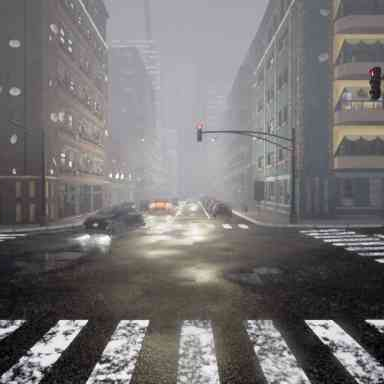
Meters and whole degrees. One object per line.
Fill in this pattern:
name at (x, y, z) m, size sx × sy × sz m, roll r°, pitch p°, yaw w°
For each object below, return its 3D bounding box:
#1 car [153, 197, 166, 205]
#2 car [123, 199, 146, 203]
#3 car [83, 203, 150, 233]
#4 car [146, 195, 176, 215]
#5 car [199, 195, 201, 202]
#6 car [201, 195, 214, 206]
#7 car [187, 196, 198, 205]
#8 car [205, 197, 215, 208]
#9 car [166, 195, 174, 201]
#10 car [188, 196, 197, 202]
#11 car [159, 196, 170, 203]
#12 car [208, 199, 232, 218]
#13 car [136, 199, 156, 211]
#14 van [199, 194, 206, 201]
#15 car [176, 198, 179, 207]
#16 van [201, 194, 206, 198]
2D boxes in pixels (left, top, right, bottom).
car at (-5.664, 1.560, 57.984) m, size 1.887 × 1.381 × 4.507 m, roll 0°, pitch 0°, yaw 0°
car at (-5.679, 1.568, 30.366) m, size 1.947 × 1.339 × 4.313 m, roll 0°, pitch 0°, yaw 0°
car at (-4.477, 1.564, 19.638) m, size 1.994 × 1.385 × 4.181 m, roll 0°, pitch 0°, yaw 20°
car at (-3.076, 1.355, 33.703) m, size 2.097 × 1.767 × 4.553 m, roll 0°, pitch 0°, yaw 0°
car at (2.717, 1.581, 57.967) m, size 1.947 × 1.339 × 4.313 m, roll 0°, pitch 0°, yaw 0°
car at (2.711, 1.553, 46.919) m, size 1.887 × 1.381 × 4.507 m, roll 0°, pitch 0°, yaw 0°
car at (0.034, 1.542, 59.806) m, size 1.812 × 1.442 × 4.674 m, roll 0°, pitch 0°, yaw 0°
car at (2.705, 1.570, 35.873) m, size 1.947 × 1.339 × 4.313 m, roll 0°, pitch 0°, yaw 0°
car at (-5.649, 1.561, 85.431) m, size 1.752 × 1.417 × 4.829 m, roll 0°, pitch 0°, yaw 0°
car at (0.040, 1.450, 69.842) m, size 1.895 × 1.301 × 4.718 m, roll 0°, pitch 0°, yaw 0°
car at (-5.657, 1.604, 69.030) m, size 1.802 × 1.307 × 4.206 m, roll 0°, pitch 0°, yaw 0°
car at (2.702, 1.584, 30.349) m, size 1.802 × 1.307 × 4.206 m, roll 0°, pitch 0°, yaw 0°
car at (-5.673, 1.572, 41.413) m, size 1.947 × 1.339 × 4.313 m, roll 0°, pitch 0°, yaw 0°
van at (2.730, 1.377, 85.584) m, size 1.690 × 1.788 × 3.998 m, roll -1°, pitch 0°, yaw 0°
car at (-3.023, 1.559, 52.001) m, size 2.033 × 1.411 × 5.357 m, roll 0°, pitch 0°, yaw 0°
van at (2.712, 1.353, 52.443) m, size 1.690 × 1.788 × 3.998 m, roll 0°, pitch 0°, yaw 0°
